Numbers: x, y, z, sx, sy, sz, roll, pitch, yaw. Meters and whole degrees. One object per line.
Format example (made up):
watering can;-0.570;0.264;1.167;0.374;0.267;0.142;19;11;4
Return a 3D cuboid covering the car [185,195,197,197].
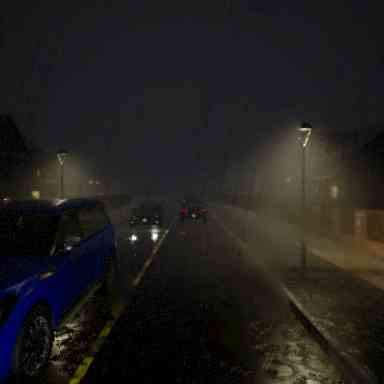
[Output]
car;-0.192;1.135;40.000;2.097;1.767;4.553;0;0;-2

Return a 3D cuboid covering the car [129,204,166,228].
car;-2.731;1.435;21.208;1.994;1.385;4.181;0;0;0

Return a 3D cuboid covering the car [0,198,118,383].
car;-2.819;1.180;5.604;2.150;2.045;5.566;0;1;1

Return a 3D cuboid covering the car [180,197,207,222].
car;0.116;1.379;24.490;1.812;1.442;4.674;0;0;0
